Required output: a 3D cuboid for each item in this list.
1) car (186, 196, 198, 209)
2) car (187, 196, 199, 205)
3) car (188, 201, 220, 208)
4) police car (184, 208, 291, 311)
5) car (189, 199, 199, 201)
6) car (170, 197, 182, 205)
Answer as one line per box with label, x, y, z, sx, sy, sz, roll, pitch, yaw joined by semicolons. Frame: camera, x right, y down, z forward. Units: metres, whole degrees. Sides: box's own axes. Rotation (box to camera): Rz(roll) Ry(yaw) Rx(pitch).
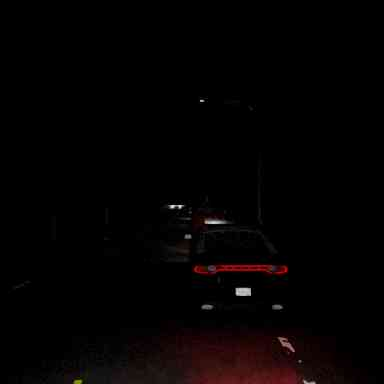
car;0.126;1.444;45.640;1.882;1.535;5.008;0;0;1
car;0.141;1.451;58.938;2.033;1.411;5.357;0;1;0
car;0.867;1.467;17.900;1.882;1.535;5.008;0;0;0
police car;0.843;1.420;8.007;1.930;1.638;5.238;0;0;0
car;0.881;1.490;23.901;1.837;1.490;4.892;0;0;0
car;-2.617;1.492;55.348;1.994;1.385;4.181;0;0;0
